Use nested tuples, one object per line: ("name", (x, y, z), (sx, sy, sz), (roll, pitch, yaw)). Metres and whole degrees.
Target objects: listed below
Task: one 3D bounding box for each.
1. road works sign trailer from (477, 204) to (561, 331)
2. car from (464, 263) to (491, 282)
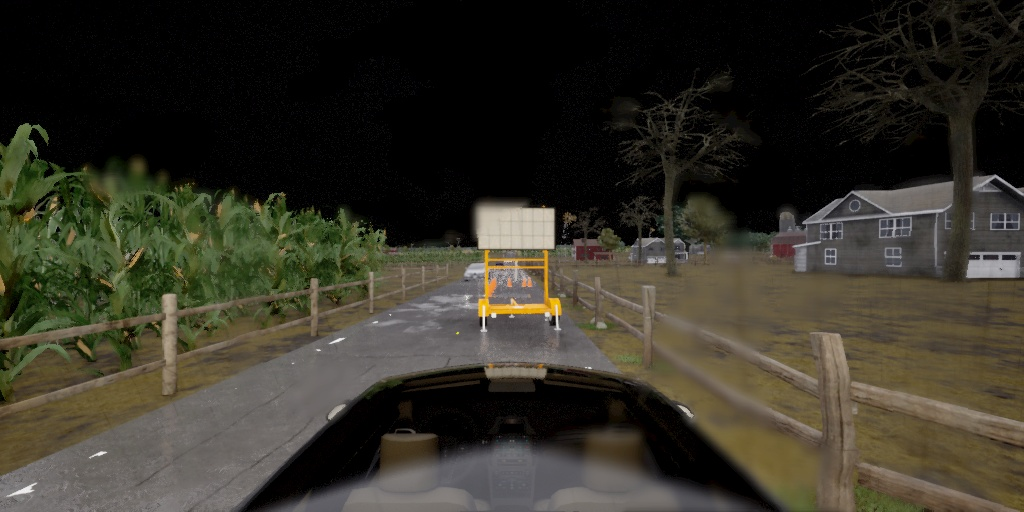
("road works sign trailer", (0.122, 0.227, 11.047), (2.380, 3.560, 2.880), (0, 0, -5))
("car", (-2.834, 1.338, 29.742), (1.812, 1.442, 4.674), (0, 0, 0))
